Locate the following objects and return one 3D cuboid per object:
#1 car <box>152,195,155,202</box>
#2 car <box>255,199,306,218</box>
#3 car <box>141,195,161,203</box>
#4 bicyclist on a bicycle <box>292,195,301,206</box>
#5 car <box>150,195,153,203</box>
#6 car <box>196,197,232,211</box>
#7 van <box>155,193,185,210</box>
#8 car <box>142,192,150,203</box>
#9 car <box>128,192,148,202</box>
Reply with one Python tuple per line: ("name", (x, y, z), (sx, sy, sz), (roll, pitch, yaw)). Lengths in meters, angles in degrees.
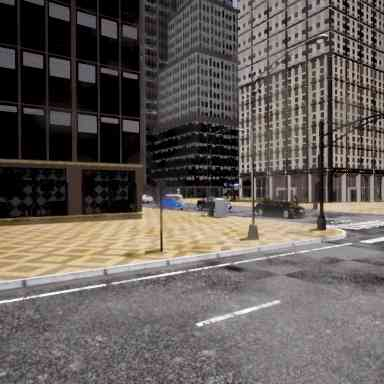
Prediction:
("car", (-3.226, 1.349, 45.388), (1.812, 1.442, 4.674), (-1, 1, -34))
("car", (7.684, 1.420, 29.191), (1.837, 1.490, 4.892), (-1, 1, -34))
("car", (-7.829, 1.239, 62.563), (1.887, 1.381, 4.507), (0, 0, -34))
("bicyclist on a bicycle", (11.998, 1.119, 38.415), (1.656, 1.620, 0.582), (-1, 1, -34))
("car", (-4.732, 1.036, 57.969), (2.192, 1.841, 5.009), (0, 0, -34))
("car", (2.417, 1.362, 37.004), (2.128, 1.511, 4.902), (-1, 1, -34))
("van", (-2.389, 1.211, 39.506), (1.690, 1.788, 3.998), (0, 0, -34))
("car", (-8.554, 1.254, 58.998), (1.812, 1.442, 4.674), (-1, 1, -34))
("car", (-10.927, 0.982, 67.155), (2.192, 1.841, 5.009), (0, 0, -34))
